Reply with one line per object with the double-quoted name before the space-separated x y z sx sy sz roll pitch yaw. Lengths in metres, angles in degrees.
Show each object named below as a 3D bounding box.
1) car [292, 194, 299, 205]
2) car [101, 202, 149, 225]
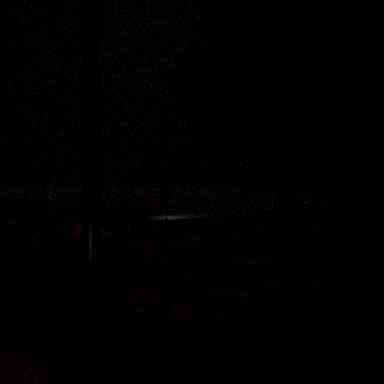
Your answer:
"car" 17.923 1.264 60.603 2.150 2.045 5.566 3 1 30
"car" -5.187 1.470 24.151 2.128 1.511 4.902 3 2 35
